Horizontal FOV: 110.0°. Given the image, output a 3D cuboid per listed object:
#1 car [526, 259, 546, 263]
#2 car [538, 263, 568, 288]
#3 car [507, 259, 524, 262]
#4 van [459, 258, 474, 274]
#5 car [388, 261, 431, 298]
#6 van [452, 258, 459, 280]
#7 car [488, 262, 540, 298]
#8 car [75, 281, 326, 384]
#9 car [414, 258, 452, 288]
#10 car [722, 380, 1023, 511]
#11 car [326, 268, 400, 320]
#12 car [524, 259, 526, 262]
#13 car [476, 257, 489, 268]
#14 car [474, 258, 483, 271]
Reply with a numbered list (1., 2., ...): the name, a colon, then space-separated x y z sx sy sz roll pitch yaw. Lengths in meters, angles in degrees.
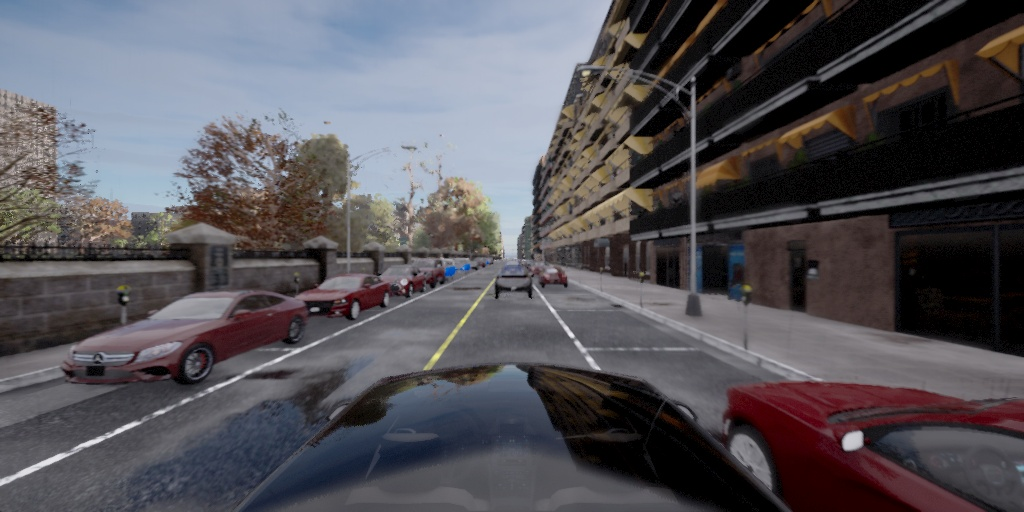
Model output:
1. car: 2.673 1.227 35.147 1.967 1.591 4.097 0 0 0
2. car: 2.680 1.351 23.885 1.802 1.307 4.207 0 0 0
3. car: 0.073 1.276 41.523 1.882 1.535 5.008 0 0 0
4. van: -5.711 1.141 40.772 1.690 1.789 3.998 0 0 0
5. car: -5.697 1.204 18.250 1.967 1.591 4.097 0 0 0
6. van: -5.704 1.123 29.511 1.690 1.789 3.998 0 0 0
7. car: 0.082 1.255 18.628 2.128 1.511 4.902 0 0 0
8. car: -5.691 1.335 6.994 1.802 1.307 4.207 0 0 0
9. car: -5.701 1.088 23.880 2.192 1.841 5.009 0 0 0
10. car: 2.693 1.294 1.368 1.888 1.381 4.507 0 0 0
11. car: -5.694 1.301 12.621 1.888 1.381 4.507 0 0 0
12. car: 2.662 1.382 52.038 1.948 1.339 4.313 0 0 0
13. car: -5.724 1.157 63.292 2.192 1.841 5.009 0 0 0
14. car: -5.718 1.385 52.033 1.948 1.339 4.313 0 0 0
